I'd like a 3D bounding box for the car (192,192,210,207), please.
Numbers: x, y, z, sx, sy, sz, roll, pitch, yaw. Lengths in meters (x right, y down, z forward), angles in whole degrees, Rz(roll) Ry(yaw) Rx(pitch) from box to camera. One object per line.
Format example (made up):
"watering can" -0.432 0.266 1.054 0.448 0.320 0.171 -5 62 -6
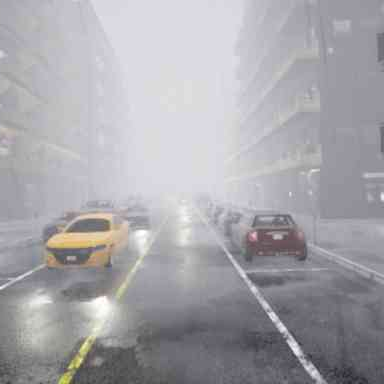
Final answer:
"car" 1.586 1.070 45.040 2.192 1.841 5.009 -1 0 -1

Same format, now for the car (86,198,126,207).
"car" -6.209 1.367 22.592 2.192 1.841 5.009 -1 0 -1

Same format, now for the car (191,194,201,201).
"car" 0.864 1.203 72.871 2.008 1.369 4.403 -1 0 -1

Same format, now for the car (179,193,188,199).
"car" -2.211 1.099 87.125 2.033 1.411 5.357 -1 0 -1

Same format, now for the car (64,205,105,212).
"car" -6.061 1.619 17.027 1.887 1.381 4.507 -1 0 -1

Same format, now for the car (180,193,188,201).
"car" -1.943 1.228 76.947 2.128 1.511 4.902 -1 0 -1

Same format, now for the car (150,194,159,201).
"car" -7.077 1.490 55.989 1.947 1.339 4.313 -1 0 -1

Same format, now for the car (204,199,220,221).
"car" 2.170 1.392 22.777 2.008 1.369 4.403 -1 0 -1

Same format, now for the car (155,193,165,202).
"car" -7.515 1.177 72.685 2.192 1.841 5.009 -1 0 -1

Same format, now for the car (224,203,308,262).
"car" 2.458 1.327 11.645 1.967 1.590 4.097 -1 0 -1

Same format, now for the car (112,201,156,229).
"car" -3.586 1.556 21.460 1.994 1.385 4.181 -1 0 -1

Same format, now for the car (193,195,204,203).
"car" 1.154 1.237 61.738 1.887 1.381 4.507 -1 0 -1

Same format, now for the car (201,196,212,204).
"car" 2.020 1.344 28.513 1.752 1.417 4.829 -1 0 -1

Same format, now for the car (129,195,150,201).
"car" -6.644 1.302 39.290 2.192 1.841 5.009 -1 0 -1

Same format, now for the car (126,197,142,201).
"car" -6.493 1.534 33.555 1.752 1.417 4.829 -1 0 -1

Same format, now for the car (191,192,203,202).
"car" 1.005 0.987 67.303 2.192 1.841 5.009 -1 0 -1

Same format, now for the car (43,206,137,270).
"car" -3.337 1.510 11.506 1.882 1.535 5.008 -1 0 -2

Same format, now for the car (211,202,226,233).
"car" 2.314 1.415 17.211 2.008 1.369 4.403 -1 0 -1

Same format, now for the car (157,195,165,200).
"car" -7.802 1.404 83.819 1.802 1.307 4.206 -1 0 -1

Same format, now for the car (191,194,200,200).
"car" 0.719 1.198 78.437 1.947 1.339 4.313 -1 0 -1
